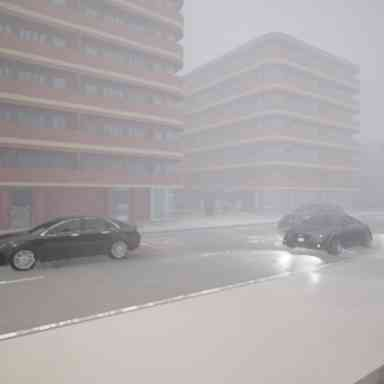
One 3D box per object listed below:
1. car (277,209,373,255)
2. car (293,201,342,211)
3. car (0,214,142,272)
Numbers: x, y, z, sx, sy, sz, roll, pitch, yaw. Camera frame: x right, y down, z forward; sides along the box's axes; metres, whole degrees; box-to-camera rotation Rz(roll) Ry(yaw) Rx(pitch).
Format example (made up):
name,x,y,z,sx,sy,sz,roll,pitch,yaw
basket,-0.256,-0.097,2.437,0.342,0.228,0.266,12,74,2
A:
name,x,y,z,sx,sy,sz,roll,pitch,yaw
car,5.637,1.618,13.676,4.181,1.385,1.994,0,0,-38
car,6.948,1.427,18.928,4.553,1.767,2.097,0,0,-36
car,-4.059,1.520,10.947,4.892,1.490,1.837,1,0,-36
